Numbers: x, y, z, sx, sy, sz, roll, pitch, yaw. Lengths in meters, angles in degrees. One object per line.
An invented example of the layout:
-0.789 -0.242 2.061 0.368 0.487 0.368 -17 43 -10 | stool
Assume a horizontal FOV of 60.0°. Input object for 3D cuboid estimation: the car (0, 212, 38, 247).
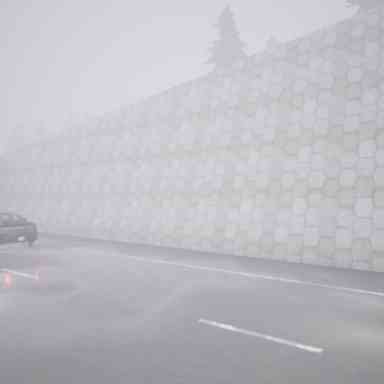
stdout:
-8.674 1.637 14.466 4.902 1.511 2.128 -1 0 35 | car
